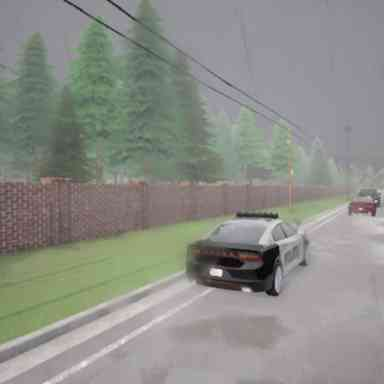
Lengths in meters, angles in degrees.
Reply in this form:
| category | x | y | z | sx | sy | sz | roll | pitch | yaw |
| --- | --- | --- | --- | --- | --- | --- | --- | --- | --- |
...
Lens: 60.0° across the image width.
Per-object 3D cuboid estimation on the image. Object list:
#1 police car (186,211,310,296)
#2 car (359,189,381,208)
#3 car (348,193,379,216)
| category | x | y | z | sx | sy | sz | roll | pitch | yaw |
| --- | --- | --- | --- | --- | --- | --- | --- | --- | --- |
| police car | 1.773 | 1.335 | 8.736 | 1.930 | 1.638 | 5.238 | 0 | 1 | 30 |
| car | 20.350 | 0.704 | 38.214 | 2.150 | 2.045 | 5.566 | 0 | 0 | 31 |
| car | 14.204 | 1.113 | 27.625 | 1.882 | 1.535 | 5.008 | 0 | 1 | 31 |
